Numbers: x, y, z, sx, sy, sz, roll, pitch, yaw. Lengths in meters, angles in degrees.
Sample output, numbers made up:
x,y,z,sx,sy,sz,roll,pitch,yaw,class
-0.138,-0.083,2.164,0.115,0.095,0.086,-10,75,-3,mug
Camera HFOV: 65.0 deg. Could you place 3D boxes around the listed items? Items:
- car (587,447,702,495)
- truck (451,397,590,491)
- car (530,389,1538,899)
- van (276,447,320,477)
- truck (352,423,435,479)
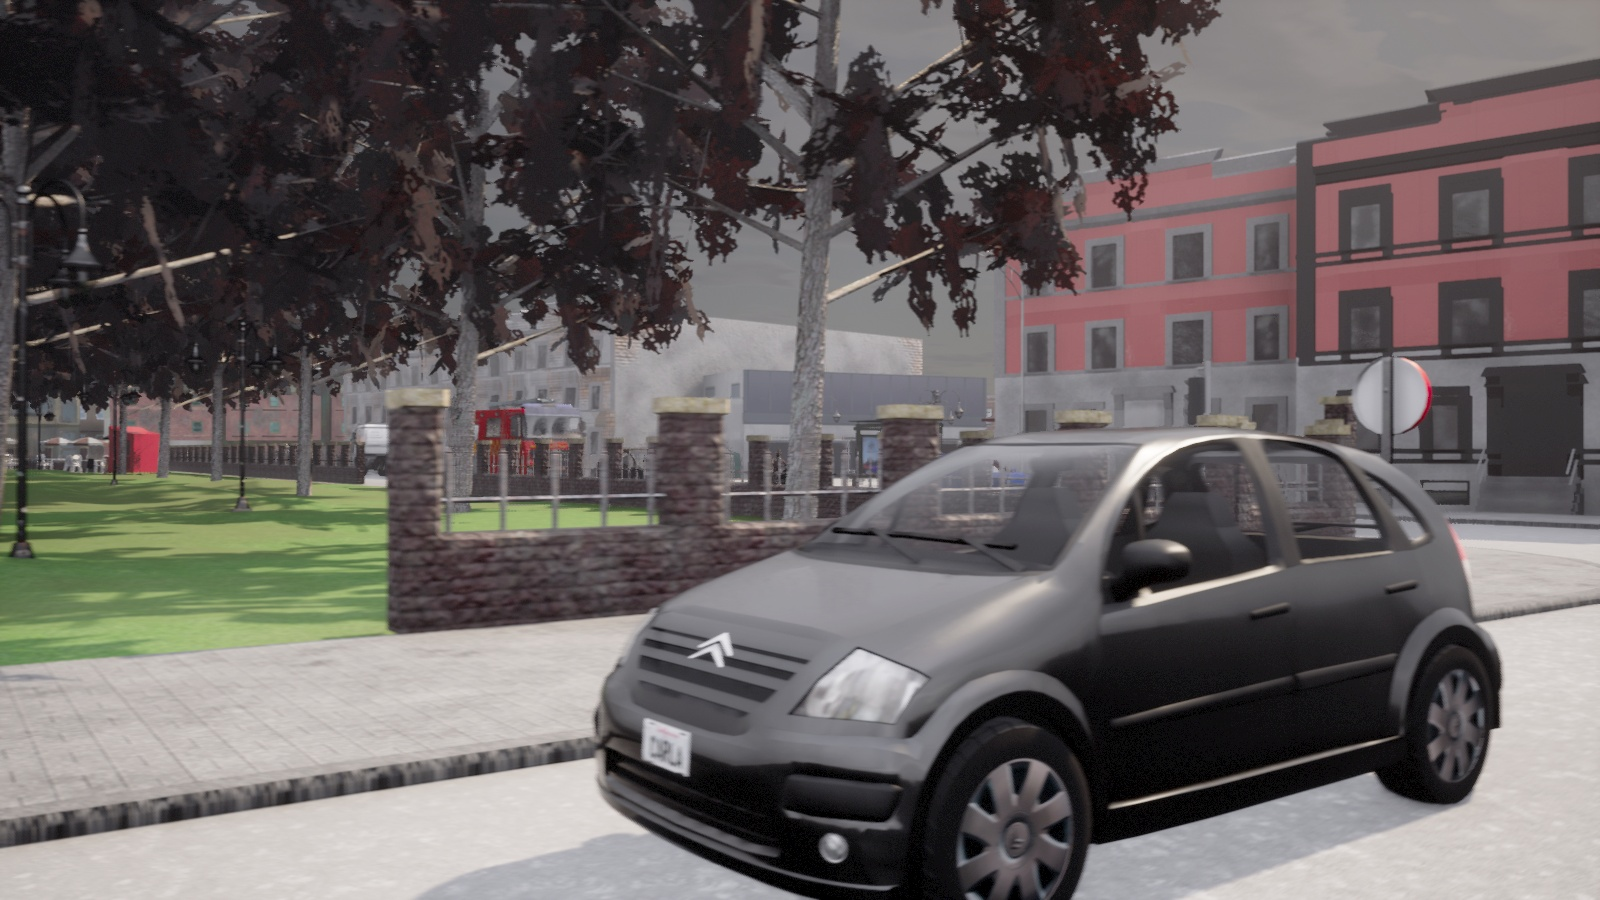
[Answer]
x,y,z,sx,sy,sz,roll,pitch,yaw,class
-5.703,0.734,45.706,2.242,1.667,4.611,0,0,-35,car
-12.403,-0.236,55.079,2.891,3.827,8.468,0,0,-36,truck
1.142,0.656,5.155,3.988,1.617,1.851,0,0,-37,car
-34.179,0.808,85.488,1.775,1.987,4.442,0,0,-36,van
-26.501,0.049,81.641,2.891,3.462,7.936,0,0,-36,truck
